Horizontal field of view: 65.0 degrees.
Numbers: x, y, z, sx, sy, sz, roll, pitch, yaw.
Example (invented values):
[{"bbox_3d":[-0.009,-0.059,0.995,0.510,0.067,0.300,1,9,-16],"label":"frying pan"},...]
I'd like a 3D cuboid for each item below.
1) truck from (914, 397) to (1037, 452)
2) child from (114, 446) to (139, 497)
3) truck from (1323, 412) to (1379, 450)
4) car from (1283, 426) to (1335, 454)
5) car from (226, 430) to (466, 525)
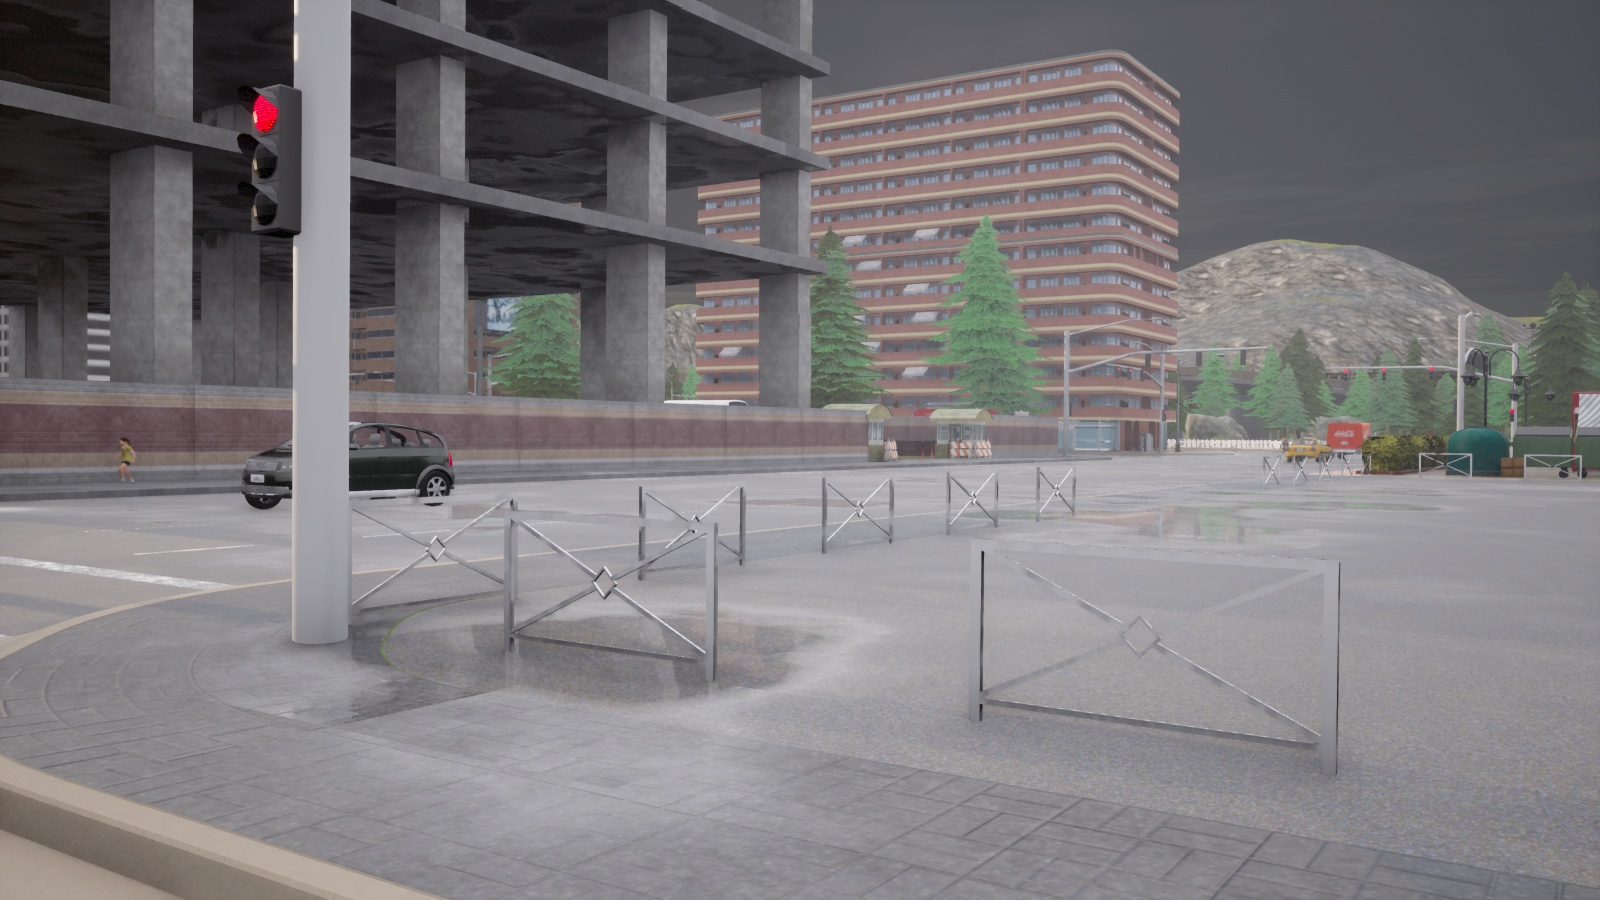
[{"bbox_3d":[12.721,-1.797,91.465,8.468,3.827,2.891,0,1,34],"label":"truck"},{"bbox_3d":[-14.835,0.472,27.668,0.255,1.110,0.394,0,1,36],"label":"child"},{"bbox_3d":[37.324,-1.278,84.966,2.627,2.467,5.204,0,1,33],"label":"truck"},{"bbox_3d":[29.871,-0.620,73.670,1.801,1.575,5.366,0,1,33],"label":"car"},{"bbox_3d":[-8.052,0.420,22.540,1.789,1.549,3.705,0,1,33],"label":"car"}]
